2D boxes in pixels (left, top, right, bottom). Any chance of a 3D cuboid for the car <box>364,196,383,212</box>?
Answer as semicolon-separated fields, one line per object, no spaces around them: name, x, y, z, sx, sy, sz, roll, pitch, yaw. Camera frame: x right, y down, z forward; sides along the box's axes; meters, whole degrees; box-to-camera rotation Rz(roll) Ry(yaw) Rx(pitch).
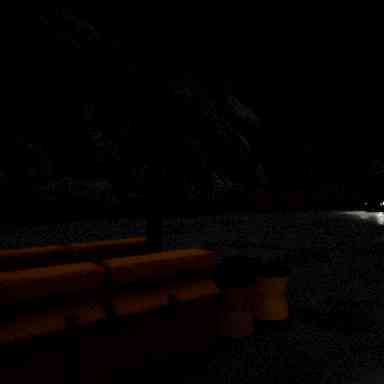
car;20.570;1.177;35.842;4.553;1.767;2.097;0;0;-35
